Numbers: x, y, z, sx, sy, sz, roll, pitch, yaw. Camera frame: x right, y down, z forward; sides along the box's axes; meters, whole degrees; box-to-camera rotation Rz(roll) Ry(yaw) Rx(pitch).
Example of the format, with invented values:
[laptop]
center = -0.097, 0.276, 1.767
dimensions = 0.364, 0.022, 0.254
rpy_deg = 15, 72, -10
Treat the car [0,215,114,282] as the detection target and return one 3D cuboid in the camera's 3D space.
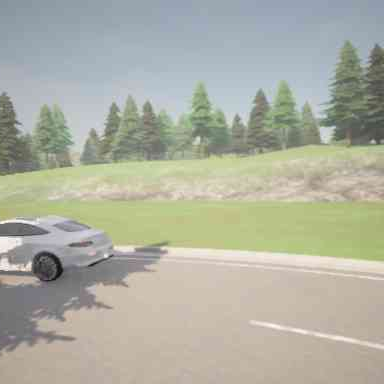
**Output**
[car]
center = -4.385, 1.355, 8.810
dimensions = 4.674, 1.442, 1.812
rpy_deg = -1, 1, 14
